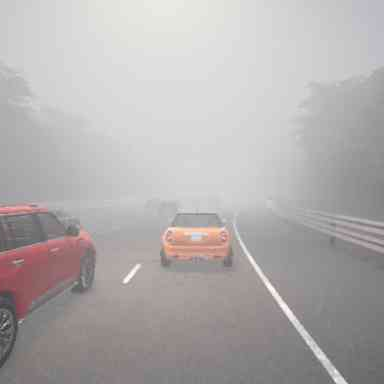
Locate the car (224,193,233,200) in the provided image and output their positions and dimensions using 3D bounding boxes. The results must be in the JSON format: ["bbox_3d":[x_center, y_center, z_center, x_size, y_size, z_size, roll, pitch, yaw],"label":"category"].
[{"bbox_3d":[8.847,1.489,87.353,1.895,1.301,4.718,0,0,12],"label":"car"}]

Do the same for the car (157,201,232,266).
[{"bbox_3d":[0.187,1.353,11.676,2.097,1.767,4.553,0,0,2],"label":"car"}]

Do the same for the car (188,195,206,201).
[{"bbox_3d":[1.055,1.470,62.312,1.837,1.490,4.892,0,0,8],"label":"car"}]

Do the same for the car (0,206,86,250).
[{"bbox_3d":[-6.637,1.494,15.251,1.837,1.490,4.892,0,0,2],"label":"car"}]

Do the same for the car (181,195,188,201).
[{"bbox_3d":[-1.540,1.436,68.701,1.837,1.490,4.892,0,0,9],"label":"car"}]

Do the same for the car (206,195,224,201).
[{"bbox_3d":[4.216,1.325,60.135,2.097,1.767,4.553,0,0,8],"label":"car"}]

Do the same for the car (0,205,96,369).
[{"bbox_3d":[-3.426,1.216,5.703,2.150,2.045,5.566,0,0,1],"label":"car"}]

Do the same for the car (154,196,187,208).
[{"bbox_3d":[-2.090,1.491,33.565,2.128,1.511,4.902,0,0,5],"label":"car"}]

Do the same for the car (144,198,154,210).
[{"bbox_3d":[-4.801,1.491,42.897,1.837,1.490,4.892,0,0,6],"label":"car"}]

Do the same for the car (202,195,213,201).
[{"bbox_3d":[3.740,1.466,79.367,1.994,1.385,4.181,0,0,10],"label":"car"}]
